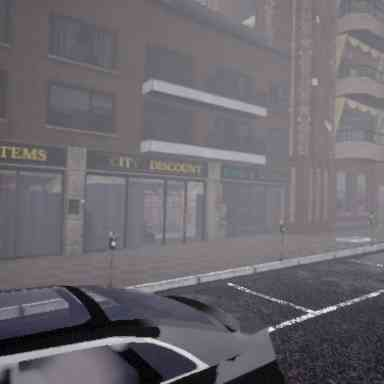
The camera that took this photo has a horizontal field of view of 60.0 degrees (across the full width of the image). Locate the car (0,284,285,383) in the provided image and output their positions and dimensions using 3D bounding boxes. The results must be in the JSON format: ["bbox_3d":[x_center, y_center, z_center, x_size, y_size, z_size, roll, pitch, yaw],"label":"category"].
[{"bbox_3d":[-1.524,1.492,1.978,4.902,1.511,2.128,1,0,-35],"label":"car"}]
